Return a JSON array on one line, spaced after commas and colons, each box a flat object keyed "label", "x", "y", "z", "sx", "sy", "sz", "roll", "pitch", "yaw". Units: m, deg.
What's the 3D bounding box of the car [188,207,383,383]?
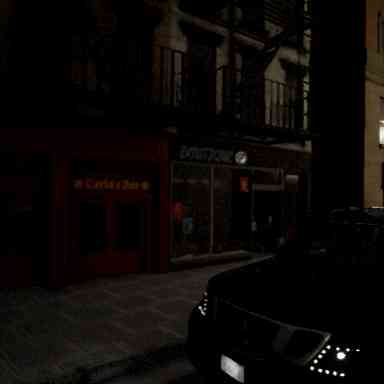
[{"label": "car", "x": 2.629, "y": 1.264, "z": 4.564, "sx": 5.566, "sy": 2.045, "sz": 2.150, "roll": 1, "pitch": -1, "yaw": -35}]
